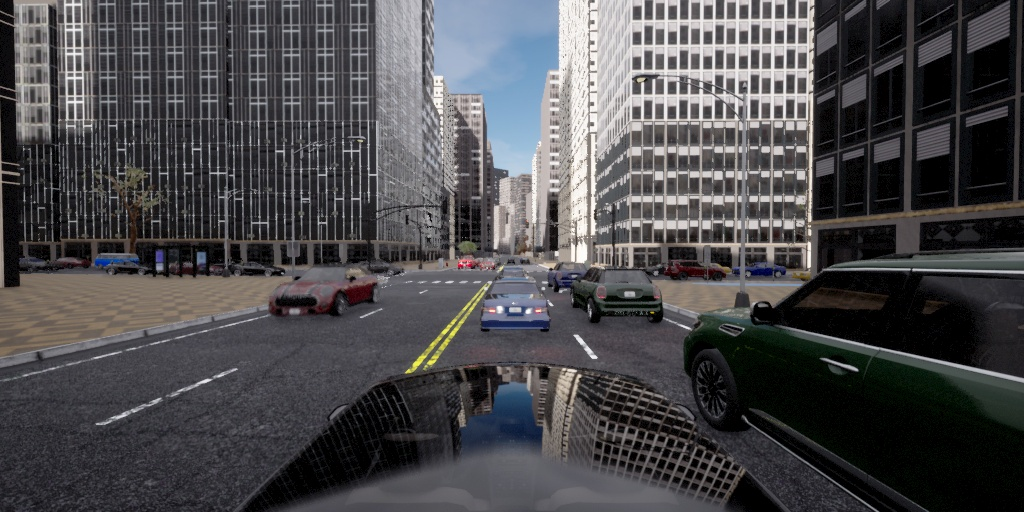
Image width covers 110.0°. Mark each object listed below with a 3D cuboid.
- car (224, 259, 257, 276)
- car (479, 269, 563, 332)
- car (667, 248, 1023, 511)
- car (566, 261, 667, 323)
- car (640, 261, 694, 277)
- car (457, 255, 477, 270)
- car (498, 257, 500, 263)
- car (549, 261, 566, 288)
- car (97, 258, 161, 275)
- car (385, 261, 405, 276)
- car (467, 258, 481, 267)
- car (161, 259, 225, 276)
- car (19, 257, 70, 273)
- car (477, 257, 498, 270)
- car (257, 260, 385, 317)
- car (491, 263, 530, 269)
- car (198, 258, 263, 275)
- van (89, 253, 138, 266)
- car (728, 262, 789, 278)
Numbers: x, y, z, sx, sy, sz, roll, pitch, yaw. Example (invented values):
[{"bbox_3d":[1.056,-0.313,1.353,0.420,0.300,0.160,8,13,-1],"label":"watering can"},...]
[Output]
[{"bbox_3d":[-22.799,1.173,32.251,4.313,1.339,1.948,0,0,1],"label":"car"},{"bbox_3d":[0.082,1.293,10.819,2.033,1.411,5.357,0,0,0],"label":"car"},{"bbox_3d":[3.345,0.971,2.418,2.150,2.045,5.566,0,0,0],"label":"car"},{"bbox_3d":[3.327,1.097,12.265,2.097,1.767,4.553,0,0,0],"label":"car"},{"bbox_3d":[16.218,1.365,37.609,4.892,1.490,1.837,0,1,-1],"label":"car"},{"bbox_3d":[-6.704,0.935,53.403,2.150,2.045,5.566,0,0,0],"label":"car"},{"bbox_3d":[-3.461,1.232,60.101,1.812,1.442,4.674,0,0,0],"label":"car"},{"bbox_3d":[3.307,1.092,21.129,2.097,1.767,4.553,0,0,0],"label":"car"},{"bbox_3d":[-34.165,1.069,32.532,4.313,1.339,1.948,0,0,1],"label":"car"},{"bbox_3d":[-12.930,1.158,34.779,4.892,1.490,1.837,0,1,1],"label":"car"},{"bbox_3d":[-6.698,1.179,63.747,1.882,1.535,5.008,0,0,1],"label":"car"},{"bbox_3d":[-28.484,1.138,32.371,4.207,1.307,1.802,0,0,1],"label":"car"},{"bbox_3d":[-47.812,0.882,35.451,5.357,1.411,2.033,1,1,2],"label":"car"},{"bbox_3d":[-3.424,1.068,51.257,2.097,1.767,4.553,0,0,-1],"label":"car"},{"bbox_3d":[-6.620,1.096,13.161,2.097,1.767,4.553,0,0,0],"label":"car"},{"bbox_3d":[0.058,1.304,20.062,1.994,1.385,4.181,0,0,0],"label":"car"},{"bbox_3d":[-27.431,1.026,35.041,4.892,1.490,1.837,1,1,1],"label":"car"},{"bbox_3d":[-45.375,0.605,41.167,3.998,1.789,1.690,0,0,1],"label":"van"},{"bbox_3d":[25.696,1.422,37.444,5.008,1.535,1.882,1,1,1],"label":"car"}]
